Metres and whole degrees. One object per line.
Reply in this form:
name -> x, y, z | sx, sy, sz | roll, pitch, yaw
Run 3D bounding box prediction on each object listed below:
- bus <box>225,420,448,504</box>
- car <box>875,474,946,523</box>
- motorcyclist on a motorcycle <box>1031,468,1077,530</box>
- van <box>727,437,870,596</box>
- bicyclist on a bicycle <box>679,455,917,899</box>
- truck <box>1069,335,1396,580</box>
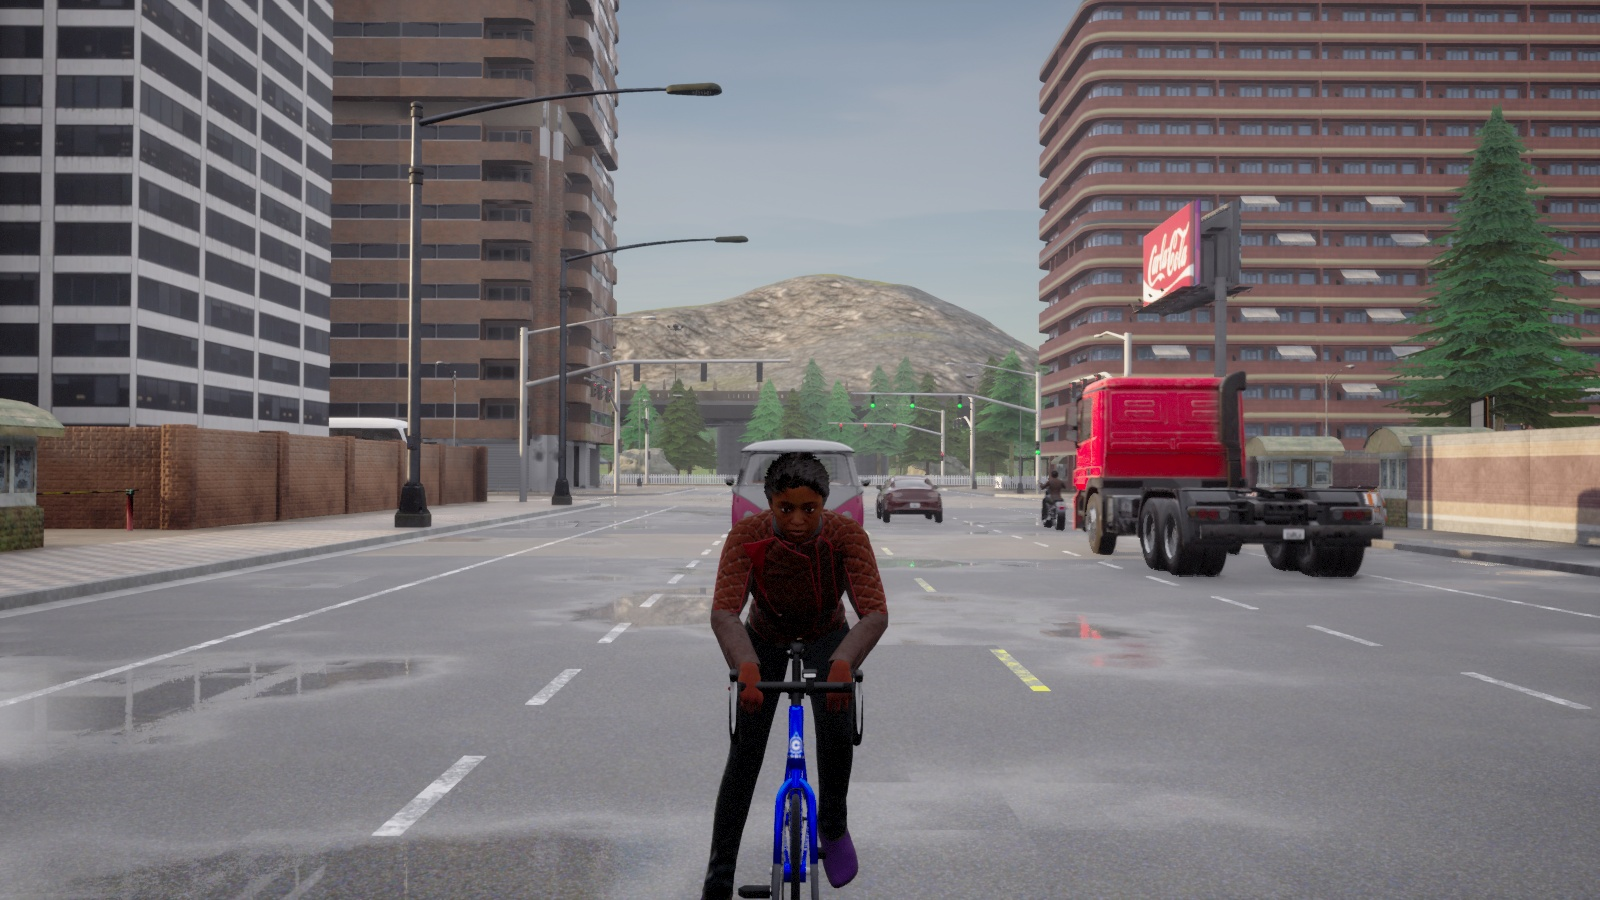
bus -> -24.146, 0.639, 65.914 | 10.273, 4.253, 3.944 | 0, -1, 0
car -> 3.446, 1.495, 39.886 | 1.812, 1.442, 4.674 | 0, -1, 0
motorcyclist on a motorcycle -> 6.953, 1.315, 34.496 | 0.766, 1.649, 2.350 | 0, -1, 0
van -> -0.025, 0.868, 17.927 | 1.775, 1.987, 4.442 | 0, -1, 0
bicyclist on a bicycle -> -0.005, 0.833, 3.919 | 0.582, 1.620, 1.656 | 0, -1, 0
truck -> 6.966, 0.169, 21.740 | 2.891, 3.462, 7.936 | 0, -1, 0
